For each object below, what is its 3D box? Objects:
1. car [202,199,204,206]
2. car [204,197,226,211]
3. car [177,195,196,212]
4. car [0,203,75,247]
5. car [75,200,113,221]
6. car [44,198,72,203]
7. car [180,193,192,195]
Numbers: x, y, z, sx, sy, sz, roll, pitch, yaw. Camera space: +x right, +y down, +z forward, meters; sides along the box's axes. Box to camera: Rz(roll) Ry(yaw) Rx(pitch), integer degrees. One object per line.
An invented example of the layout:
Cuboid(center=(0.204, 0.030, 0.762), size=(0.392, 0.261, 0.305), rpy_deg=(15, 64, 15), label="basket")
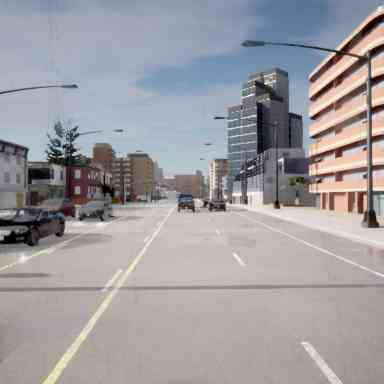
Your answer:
Cuboid(center=(2.623, 1.419, 48.770), size=(2.128, 1.511, 4.902), rpy_deg=(0, -1, -1), label="car")
Cuboid(center=(2.867, 1.390, 38.777), size=(2.128, 1.511, 4.902), rpy_deg=(0, 0, -1), label="car")
Cuboid(center=(-0.633, 1.407, 37.475), size=(1.837, 1.490, 4.892), rpy_deg=(0, 0, -1), label="car")
Cuboid(center=(-7.356, 1.484, 15.134), size=(2.128, 1.511, 4.902), rpy_deg=(0, 0, -1), label="car")
Cuboid(center=(-7.577, 1.452, 26.533), size=(1.837, 1.490, 4.892), rpy_deg=(0, 0, -1), label="car")
Cuboid(center=(-11.002, 1.297, 26.775), size=(2.097, 1.767, 4.553), rpy_deg=(0, 0, -1), label="car")
Cuboid(center=(-0.870, 1.139, 47.536), size=(2.150, 2.045, 5.566), rpy_deg=(0, -1, -1), label="car")
